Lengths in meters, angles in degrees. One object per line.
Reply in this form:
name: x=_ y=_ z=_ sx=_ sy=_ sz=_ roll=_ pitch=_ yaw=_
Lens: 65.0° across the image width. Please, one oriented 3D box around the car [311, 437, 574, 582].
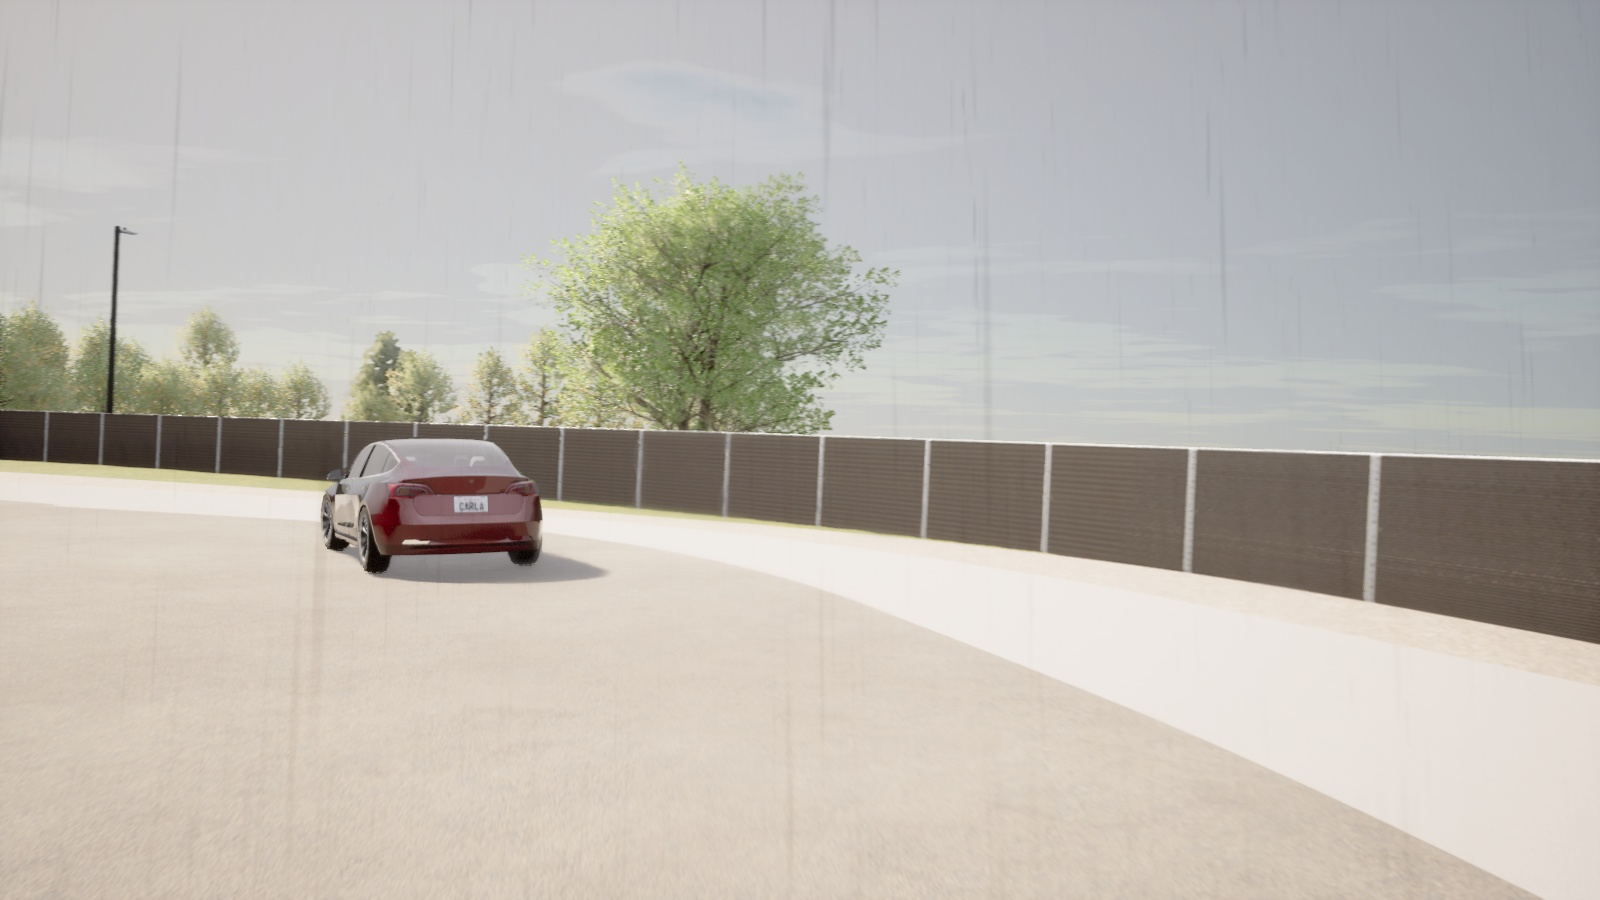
car: x=-4.599 y=0.593 z=15.558 sx=2.163 sy=1.488 sz=4.792 roll=0 pitch=1 yaw=-28
